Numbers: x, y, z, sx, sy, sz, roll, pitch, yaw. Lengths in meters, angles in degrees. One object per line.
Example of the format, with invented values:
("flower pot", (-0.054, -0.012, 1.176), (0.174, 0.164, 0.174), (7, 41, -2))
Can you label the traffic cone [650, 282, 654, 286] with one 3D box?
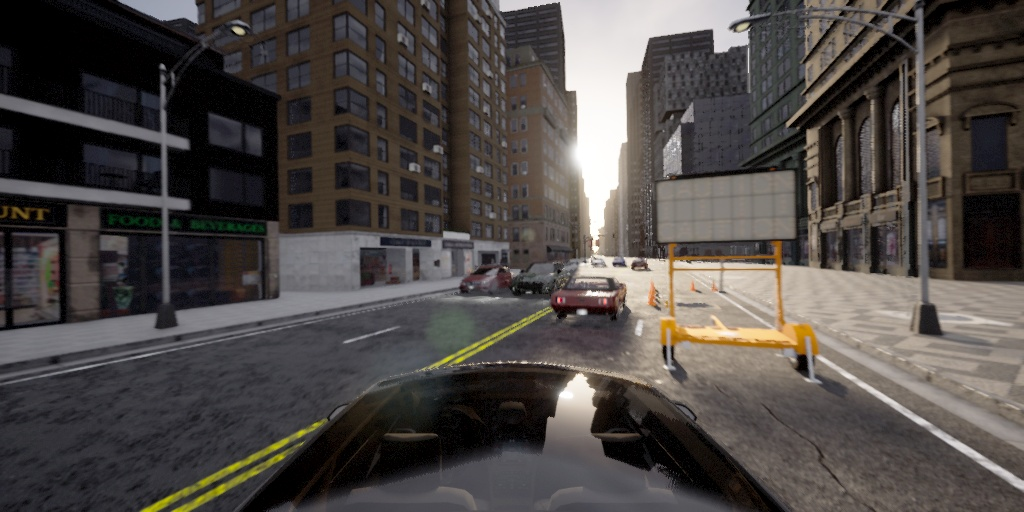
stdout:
("traffic cone", (6.212, 1.597, 15.985), (0.340, 0.580, 0.340), (0, 0, 22))

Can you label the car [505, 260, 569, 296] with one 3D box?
("car", (1.616, 1.073, 18.583), (2.097, 1.767, 4.553), (-1, 0, 22))

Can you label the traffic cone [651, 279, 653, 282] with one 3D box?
("traffic cone", (6.953, 1.584, 17.842), (0.340, 0.580, 0.340), (0, 0, 22))

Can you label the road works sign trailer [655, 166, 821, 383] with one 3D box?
("road works sign trailer", (4.178, 0.142, 7.125), (2.380, 3.560, 2.880), (0, 0, 22))

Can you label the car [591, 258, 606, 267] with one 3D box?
("car", (14.193, 1.033, 58.669), (1.812, 1.442, 4.674), (-1, 0, 22))

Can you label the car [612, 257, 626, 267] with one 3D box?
("car", (17.075, 0.935, 57.139), (1.882, 1.535, 5.008), (-1, 0, 22))

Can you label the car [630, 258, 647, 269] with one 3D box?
("car", (16.857, 0.985, 47.455), (1.812, 1.442, 4.674), (-1, 0, 22))

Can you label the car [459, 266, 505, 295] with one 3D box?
("car", (-1.210, 1.296, 20.260), (1.812, 1.442, 4.674), (-1, 0, 22))

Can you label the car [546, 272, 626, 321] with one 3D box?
("car", (2.833, 1.301, 12.318), (1.895, 1.301, 4.718), (-1, 0, 22))

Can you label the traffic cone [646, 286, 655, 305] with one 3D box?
("traffic cone", (5.470, 1.610, 14.128), (0.340, 0.580, 0.340), (0, 0, 22))
